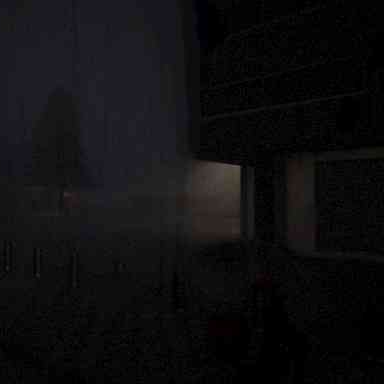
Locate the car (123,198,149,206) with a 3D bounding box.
[{"bbox_3d":[-10.873,1.913,64.794,1.882,1.535,5.008,-1,-1,36],"label":"car"}]

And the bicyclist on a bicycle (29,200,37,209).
[{"bbox_3d":[-15.848,1.601,33.179,1.656,1.620,0.582,-1,-1,36],"label":"bicyclist on a bicycle"}]

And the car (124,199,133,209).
[{"bbox_3d":[-7.669,1.937,51.233,1.895,1.301,4.718,-1,0,36],"label":"car"}]

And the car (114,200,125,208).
[{"bbox_3d":[-10.396,1.933,53.429,1.994,1.385,4.181,-1,0,36],"label":"car"}]
